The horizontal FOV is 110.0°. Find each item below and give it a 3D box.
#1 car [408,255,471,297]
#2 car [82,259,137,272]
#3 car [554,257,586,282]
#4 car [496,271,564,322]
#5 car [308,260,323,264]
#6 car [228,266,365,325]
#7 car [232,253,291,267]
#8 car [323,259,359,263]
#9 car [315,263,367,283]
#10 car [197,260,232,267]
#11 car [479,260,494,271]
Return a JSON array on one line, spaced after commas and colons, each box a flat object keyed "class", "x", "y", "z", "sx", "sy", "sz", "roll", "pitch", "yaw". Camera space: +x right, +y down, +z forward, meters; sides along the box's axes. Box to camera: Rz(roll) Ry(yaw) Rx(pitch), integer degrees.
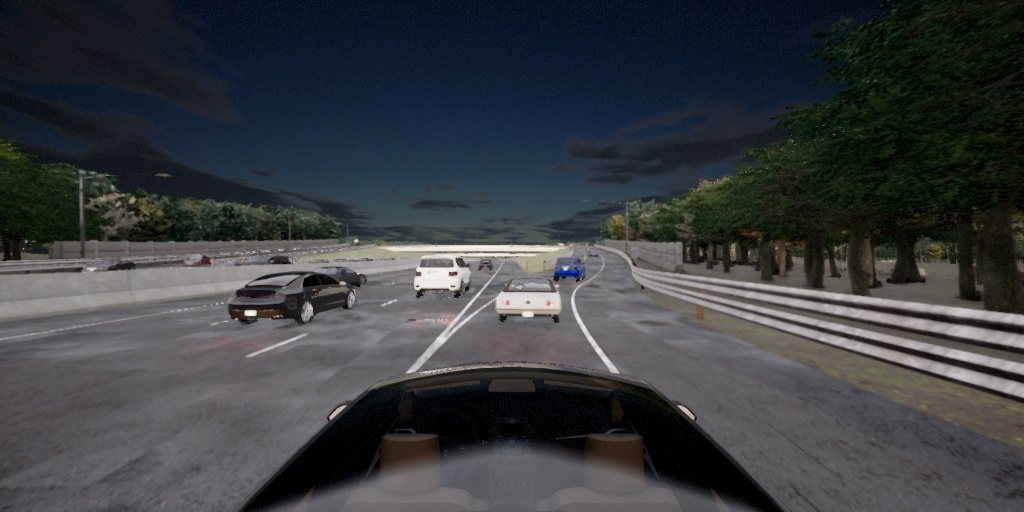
[{"class": "car", "x": -3.507, "y": 0.983, "z": 18.936, "sx": 2.150, "sy": 2.045, "sz": 5.566, "roll": 0, "pitch": 0, "yaw": 0}, {"class": "car", "x": -38.397, "y": 1.061, "z": 34.325, "sx": 2.128, "sy": 1.511, "sz": 4.902, "roll": 0, "pitch": 1, "yaw": -20}, {"class": "car", "x": 5.111, "y": 1.100, "z": 31.353, "sx": 2.150, "sy": 2.045, "sz": 5.566, "roll": 0, "pitch": 1, "yaw": 18}, {"class": "car", "x": 0.682, "y": 1.356, "z": 12.313, "sx": 1.895, "sy": 1.301, "sz": 4.718, "roll": 0, "pitch": 0, "yaw": 6}, {"class": "car", "x": -28.231, "y": 1.299, "z": 52.080, "sx": 1.994, "sy": 1.385, "sz": 4.181, "roll": 0, "pitch": 0, "yaw": 0}, {"class": "car", "x": -6.902, "y": 1.260, "z": 11.891, "sx": 1.837, "sy": 1.490, "sz": 4.892, "roll": 0, "pitch": 0, "yaw": 0}, {"class": "car", "x": -24.659, "y": 0.988, "z": 36.080, "sx": 2.150, "sy": 2.045, "sz": 5.566, "roll": 0, "pitch": 0, "yaw": 0}, {"class": "car", "x": -24.734, "y": 1.228, "z": 52.002, "sx": 2.128, "sy": 1.511, "sz": 4.902, "roll": 0, "pitch": 0, "yaw": 0}, {"class": "car", "x": -10.419, "y": 1.307, "z": 21.126, "sx": 2.033, "sy": 1.411, "sz": 5.357, "roll": 0, "pitch": 0, "yaw": 0}, {"class": "car", "x": -28.160, "y": 1.314, "z": 36.115, "sx": 2.033, "sy": 1.411, "sz": 5.357, "roll": 0, "pitch": 0, "yaw": 0}, {"class": "car", "x": -3.660, "y": 1.254, "z": 50.799, "sx": 1.837, "sy": 1.490, "sz": 4.892, "roll": 0, "pitch": 0, "yaw": 0}]
